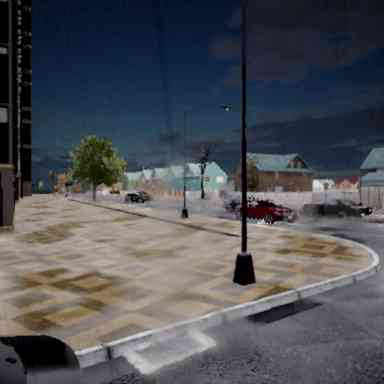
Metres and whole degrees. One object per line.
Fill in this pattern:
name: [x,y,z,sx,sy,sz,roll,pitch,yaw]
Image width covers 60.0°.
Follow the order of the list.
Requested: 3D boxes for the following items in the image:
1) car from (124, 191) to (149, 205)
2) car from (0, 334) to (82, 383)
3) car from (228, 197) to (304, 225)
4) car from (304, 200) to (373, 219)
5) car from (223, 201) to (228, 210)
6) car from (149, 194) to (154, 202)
car: [-7.760,0.862,44.609,1.837,1.490,4.892,0,1,-28]
car: [-2.784,1.525,1.008,4.892,1.490,1.837,-1,0,-35]
car: [4.546,1.165,21.143,1.812,1.442,4.674,0,1,-28]
car: [10.449,1.220,24.296,1.895,1.301,4.718,0,1,-28]
car: [4.643,1.112,27.935,2.033,1.411,5.357,0,1,-28]
car: [-7.554,0.642,51.264,2.097,1.767,4.553,0,1,-27]
